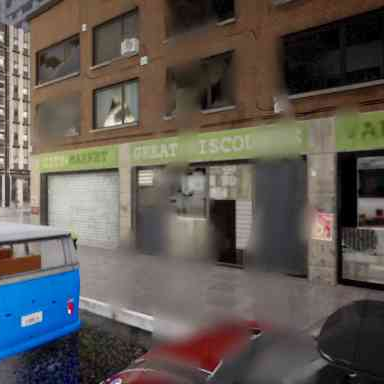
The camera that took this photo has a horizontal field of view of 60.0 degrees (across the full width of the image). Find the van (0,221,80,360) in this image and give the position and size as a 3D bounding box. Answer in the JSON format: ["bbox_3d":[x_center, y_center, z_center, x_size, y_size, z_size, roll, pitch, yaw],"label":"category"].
[{"bbox_3d":[-3.492,1.340,5.204,3.998,1.788,1.690,0,0,35],"label":"van"}]

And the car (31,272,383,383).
[{"bbox_3d":[1.147,1.440,1.909,4.097,1.590,1.967,0,0,35],"label":"car"}]
